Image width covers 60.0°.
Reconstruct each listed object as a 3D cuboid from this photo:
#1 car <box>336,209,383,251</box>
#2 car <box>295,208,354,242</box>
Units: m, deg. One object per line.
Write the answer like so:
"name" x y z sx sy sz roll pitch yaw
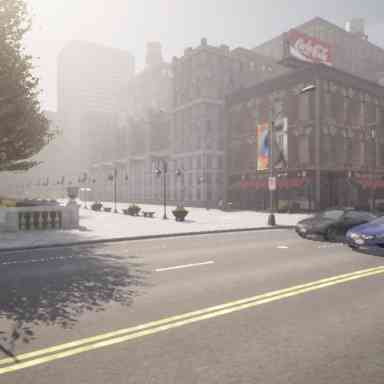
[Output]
"car" 8.106 1.526 12.987 4.674 1.442 1.812 0 0 -26
"car" 7.293 1.525 16.465 4.674 1.442 1.812 0 0 -25
